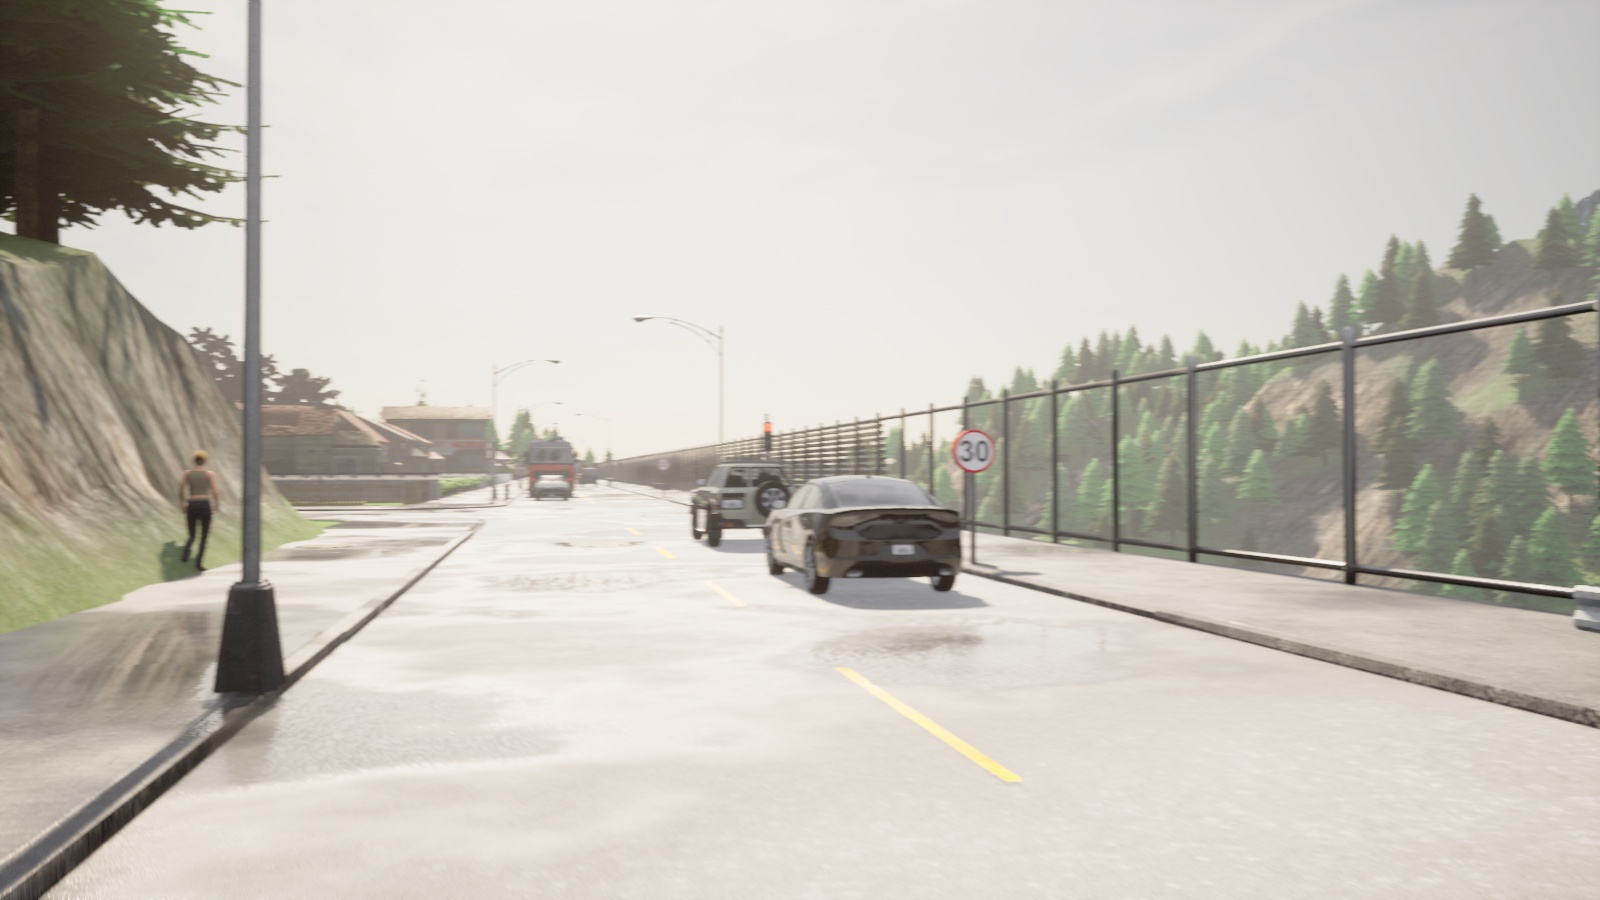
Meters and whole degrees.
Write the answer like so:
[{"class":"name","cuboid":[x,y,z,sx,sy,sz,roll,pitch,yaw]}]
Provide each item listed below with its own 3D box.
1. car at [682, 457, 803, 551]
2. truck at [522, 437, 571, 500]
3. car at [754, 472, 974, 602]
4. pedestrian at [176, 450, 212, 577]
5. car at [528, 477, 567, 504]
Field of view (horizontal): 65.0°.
[{"class":"car","cuboid":[-1.348,1.116,27.448,1.932,1.855,4.605,0,-1,-12]},{"class":"truck","cuboid":[-16.405,1.206,81.230,2.891,3.827,8.468,0,-1,-12]},{"class":"car","cuboid":[0.695,1.089,17.634,1.882,1.535,5.008,0,-1,-12]},{"class":"pedestrian","cuboid":[-8.933,0.929,18.527,0.345,1.836,0.594,0,-1,-12]},{"class":"car","cuboid":[-14.046,2.197,69.739,2.033,1.411,5.357,0,-1,-12]}]
